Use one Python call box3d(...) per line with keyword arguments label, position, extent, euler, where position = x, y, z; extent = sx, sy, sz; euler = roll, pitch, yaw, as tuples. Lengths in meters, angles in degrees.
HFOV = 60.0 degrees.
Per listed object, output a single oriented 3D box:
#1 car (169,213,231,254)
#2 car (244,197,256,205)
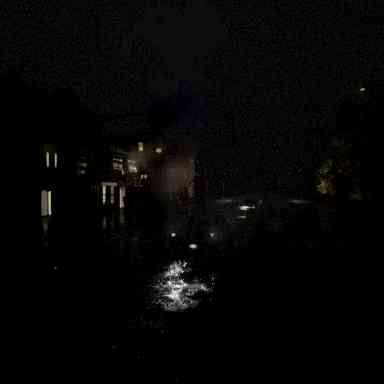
box3d(label="car", position=(0.490, 1.601, 13.815), extent=(1.895, 1.301, 4.718), euler=(0, 0, 12))
box3d(label="car", position=(10.248, 1.591, 58.796), extent=(1.895, 1.301, 4.718), euler=(0, 0, 12))
